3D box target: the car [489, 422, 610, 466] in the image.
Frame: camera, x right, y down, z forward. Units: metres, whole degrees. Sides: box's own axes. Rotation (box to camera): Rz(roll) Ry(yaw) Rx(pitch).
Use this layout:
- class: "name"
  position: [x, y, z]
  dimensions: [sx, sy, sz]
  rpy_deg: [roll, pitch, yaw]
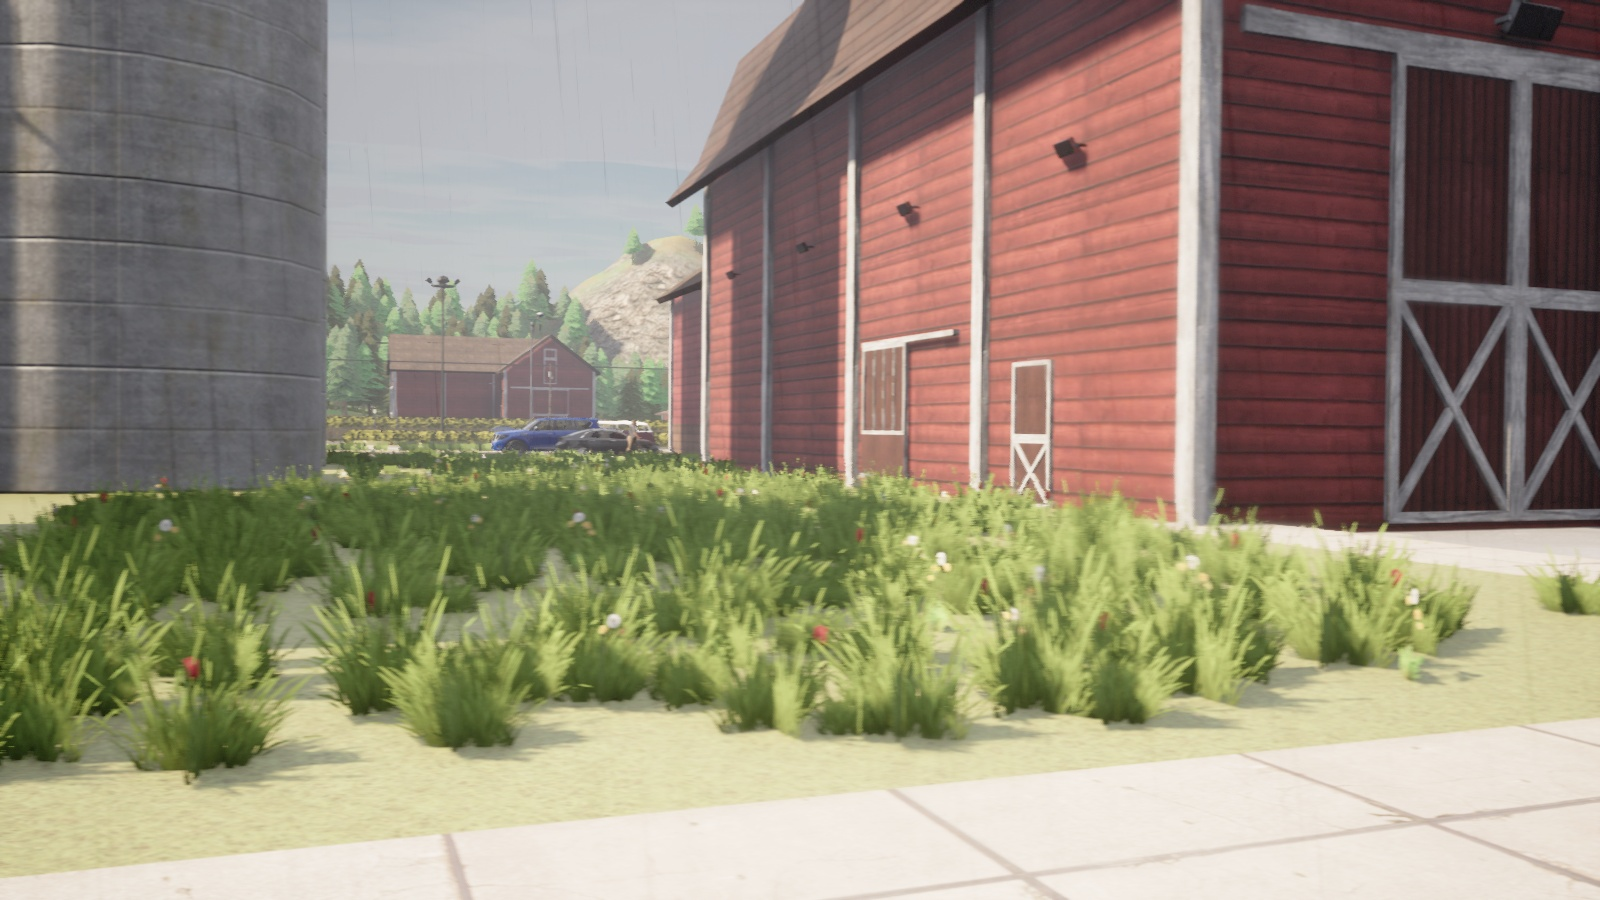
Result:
- class: "car"
  position: [-12.400, -0.332, 62.073]
  dimensions: [5.566, 2.045, 2.150]
  rpy_deg: [-1, 1, -21]

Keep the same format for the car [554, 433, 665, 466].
- class: "car"
  position: [-9.030, -0.043, 59.612]
  dimensions: [4.892, 1.490, 1.837]
  rpy_deg: [-1, 1, -21]

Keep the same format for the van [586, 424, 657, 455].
- class: "van"
  position: [-12.227, -0.722, 86.110]
  dimensions: [4.480, 2.038, 2.069]
  rpy_deg: [-1, 1, -20]

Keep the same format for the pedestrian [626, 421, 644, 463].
- class: "pedestrian"
  position: [-7.289, -0.343, 55.441]
  dimensions: [0.694, 1.848, 0.540]
  rpy_deg: [-1, 1, 0]
